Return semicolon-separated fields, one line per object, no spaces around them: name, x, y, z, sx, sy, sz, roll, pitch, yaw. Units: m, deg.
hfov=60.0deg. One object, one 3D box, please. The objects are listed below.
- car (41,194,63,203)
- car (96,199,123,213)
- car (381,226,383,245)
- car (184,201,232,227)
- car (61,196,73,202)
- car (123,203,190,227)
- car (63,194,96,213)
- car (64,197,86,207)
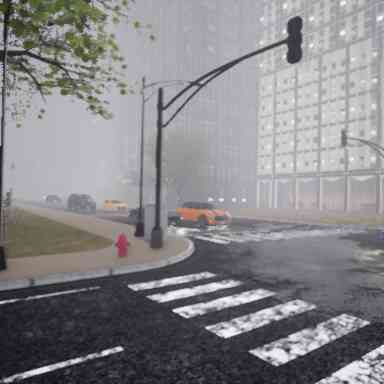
car;-21.470;1.158;51.519;1.837;1.490;4.892;2;-1;-34
car;-9.059;1.588;38.602;1.882;1.535;5.008;2;-1;-34
car;10.623;1.717;15.384;5.008;1.535;1.882;2;-1;-37
car;0.793;1.483;23.853;2.097;1.767;4.553;2;-1;-34
car;-31.658;1.710;84.297;1.837;1.490;4.892;2;-1;-34
car;-2.609;1.588;23.087;2.033;1.411;5.357;2;-1;-34
car;-12.728;1.242;38.256;2.150;2.045;5.566;2;-1;-34
car;-18.777;1.620;53.318;2.128;1.511;4.902;2;-1;-34
